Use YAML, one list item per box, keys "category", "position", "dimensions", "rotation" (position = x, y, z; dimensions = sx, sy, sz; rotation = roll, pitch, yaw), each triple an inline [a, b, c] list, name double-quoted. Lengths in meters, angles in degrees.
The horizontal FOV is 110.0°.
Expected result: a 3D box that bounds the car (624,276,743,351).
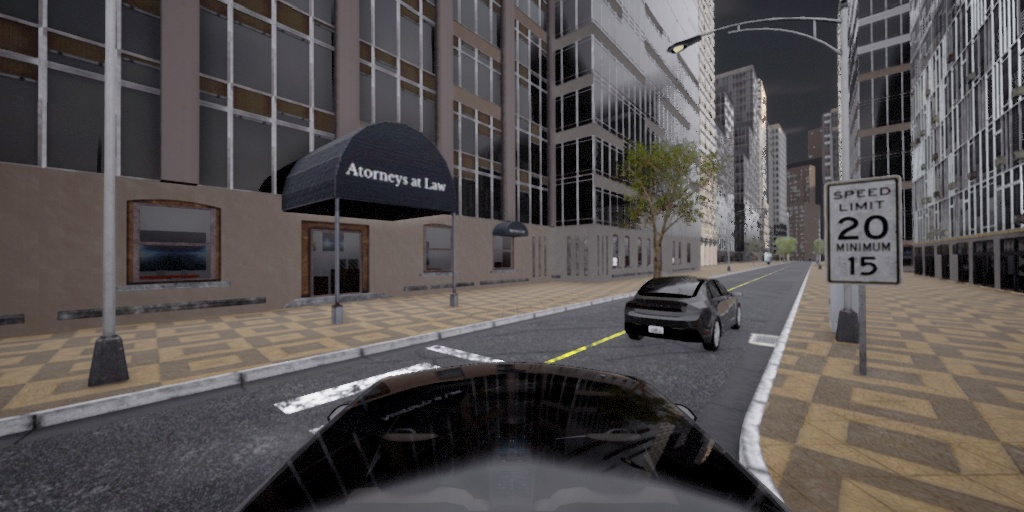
- category: "car"
  position: [4.488, 1.251, 9.145]
  dimensions: [1.837, 1.490, 4.892]
  rotation: [-1, 0, 40]
